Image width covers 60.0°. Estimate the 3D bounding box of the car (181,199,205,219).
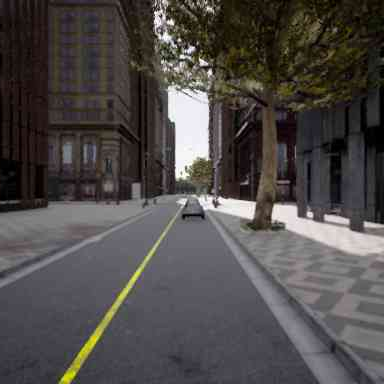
[{"bbox_3d":[0.104,1.552,28.784,1.994,1.385,4.181,0,0,0],"label":"car"}]
